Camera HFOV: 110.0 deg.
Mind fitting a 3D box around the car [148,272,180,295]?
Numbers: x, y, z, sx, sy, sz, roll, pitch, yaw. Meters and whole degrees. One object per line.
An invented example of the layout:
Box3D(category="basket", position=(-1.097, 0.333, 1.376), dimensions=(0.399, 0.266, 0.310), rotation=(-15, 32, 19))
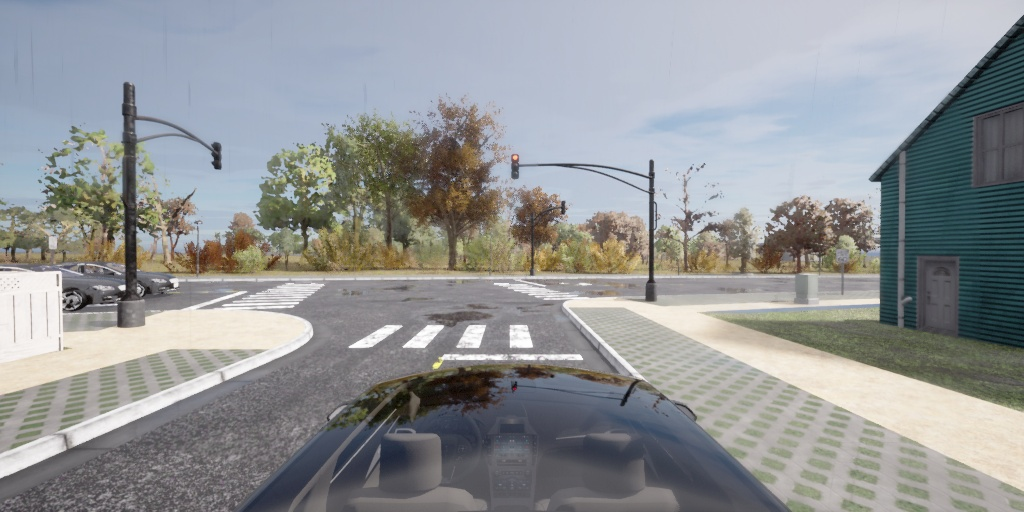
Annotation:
Box3D(category="car", position=(-17.113, 0.991, 14.922), dimensions=(4.902, 1.511, 2.128), rotation=(1, 0, -22))

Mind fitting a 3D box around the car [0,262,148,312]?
Box3D(category="car", position=(-15.957, 1.019, 11.872), dimensions=(4.902, 1.511, 2.128), rotation=(1, 0, -22))
